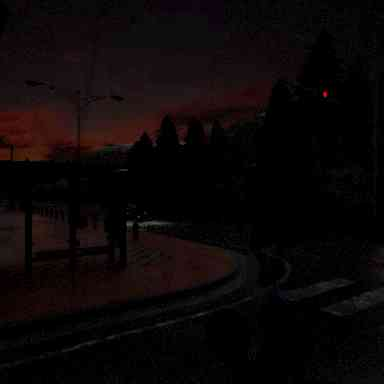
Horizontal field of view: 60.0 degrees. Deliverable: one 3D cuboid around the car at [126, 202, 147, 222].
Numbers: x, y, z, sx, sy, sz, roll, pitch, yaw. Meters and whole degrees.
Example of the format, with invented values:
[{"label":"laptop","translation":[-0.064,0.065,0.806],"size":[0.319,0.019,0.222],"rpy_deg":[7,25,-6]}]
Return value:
[{"label":"car","translation":[-5.293,1.547,26.563],"size":[1.812,1.442,4.674],"rpy_deg":[0,0,-35]}]
